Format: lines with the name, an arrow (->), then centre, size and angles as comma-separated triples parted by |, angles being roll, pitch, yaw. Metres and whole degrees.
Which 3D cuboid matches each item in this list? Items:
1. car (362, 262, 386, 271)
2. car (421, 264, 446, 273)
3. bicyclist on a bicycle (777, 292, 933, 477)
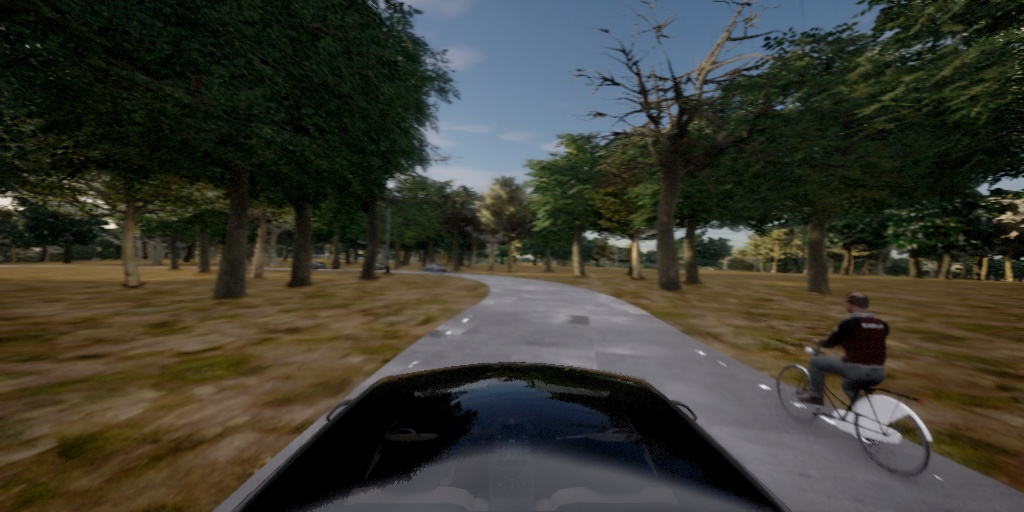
car -> -21.593, 1.660, 56.585 | 4.892, 1.490, 1.837 | 0, -2, 30
car -> -11.629, 1.817, 53.261 | 4.181, 1.385, 1.994 | 0, -2, 43
bicyclist on a bicycle -> 3.779, 1.287, 4.164 | 0.659, 1.776, 1.843 | 2, 0, -1
